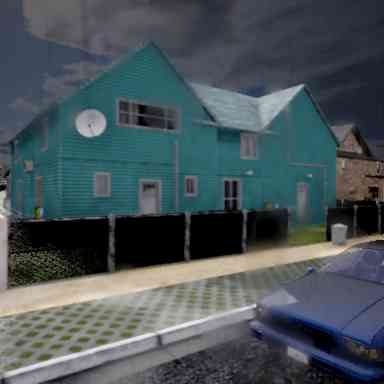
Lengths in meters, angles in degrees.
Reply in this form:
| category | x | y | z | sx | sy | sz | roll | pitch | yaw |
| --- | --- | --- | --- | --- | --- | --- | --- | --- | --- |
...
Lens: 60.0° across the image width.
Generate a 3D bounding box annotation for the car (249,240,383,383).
| category | x | y | z | sx | sy | sz | roll | pitch | yaw |
| --- | --- | --- | --- | --- | --- | --- | --- | --- | --- |
| car | 3.429 | 1.568 | 5.516 | 5.357 | 1.411 | 2.033 | 0 | 0 | -35 |
